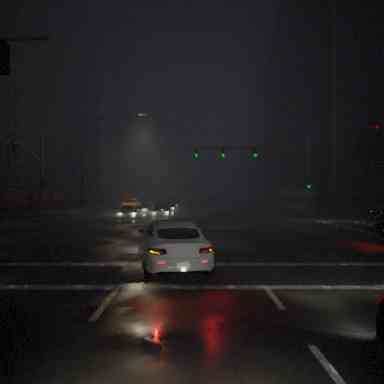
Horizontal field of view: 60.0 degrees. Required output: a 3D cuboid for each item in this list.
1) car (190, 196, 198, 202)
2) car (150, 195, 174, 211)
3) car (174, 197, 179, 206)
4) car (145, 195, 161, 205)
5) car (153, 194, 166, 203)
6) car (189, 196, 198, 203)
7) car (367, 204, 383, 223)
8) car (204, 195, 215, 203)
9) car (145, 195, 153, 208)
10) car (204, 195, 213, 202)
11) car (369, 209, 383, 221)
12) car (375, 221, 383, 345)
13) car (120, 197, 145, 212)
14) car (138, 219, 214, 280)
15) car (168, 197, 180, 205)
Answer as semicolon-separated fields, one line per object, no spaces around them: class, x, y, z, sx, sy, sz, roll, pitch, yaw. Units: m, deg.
car;0.474;1.676;80.388;1.895;1.301;4.718;0;0;1
car;-3.714;1.520;42.257;1.882;1.535;5.008;0;0;1
car;-3.557;1.557;51.485;1.837;1.490;4.892;0;0;1
car;-6.876;1.412;59.189;2.097;1.767;4.553;0;0;1
car;-6.704;1.410;69.279;2.097;1.767;4.553;0;0;1
car;0.309;1.666;70.060;1.895;1.301;4.718;0;0;1
car;16.403;1.627;25.721;4.718;1.301;1.895;0;0;0
car;3.812;1.549;70.188;1.882;1.535;5.008;0;0;1
car;-7.105;1.541;49.130;2.128;1.511;4.902;0;0;1
car;3.973;1.559;80.302;1.882;1.535;5.008;0;0;1
car;10.801;1.493;14.957;5.008;1.535;1.882;0;-1;-13
car;3.598;1.355;2.771;2.097;1.767;4.553;0;0;0
car;-7.250;1.518;39.863;1.882;1.535;5.008;0;0;1
car;-0.603;1.535;9.992;1.812;1.442;4.674;0;0;-10
car;-3.318;1.610;62.080;2.033;1.411;5.357;0;0;1
